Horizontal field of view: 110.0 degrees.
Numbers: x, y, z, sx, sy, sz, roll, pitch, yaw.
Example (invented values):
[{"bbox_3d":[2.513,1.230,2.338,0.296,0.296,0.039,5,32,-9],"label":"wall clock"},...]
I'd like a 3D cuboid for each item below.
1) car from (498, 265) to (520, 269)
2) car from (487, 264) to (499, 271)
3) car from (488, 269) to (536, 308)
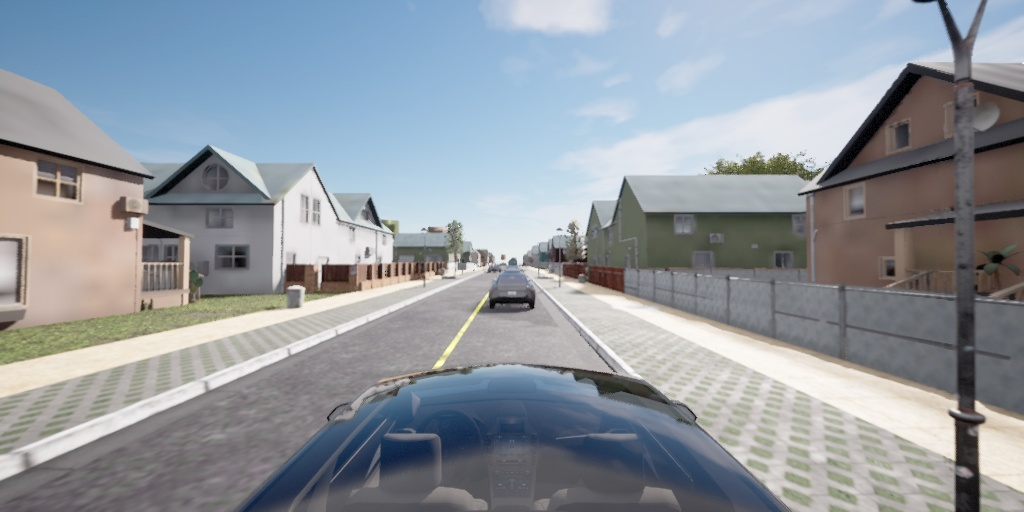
[{"bbox_3d":[0.022,1.596,31.243,1.812,1.442,4.674,0,-1,0],"label":"car"},{"bbox_3d":[-2.723,1.963,56.316,1.994,1.385,4.181,0,-1,0],"label":"car"},{"bbox_3d":[0.013,1.461,16.214,1.994,1.385,4.181,0,-1,0],"label":"car"}]
